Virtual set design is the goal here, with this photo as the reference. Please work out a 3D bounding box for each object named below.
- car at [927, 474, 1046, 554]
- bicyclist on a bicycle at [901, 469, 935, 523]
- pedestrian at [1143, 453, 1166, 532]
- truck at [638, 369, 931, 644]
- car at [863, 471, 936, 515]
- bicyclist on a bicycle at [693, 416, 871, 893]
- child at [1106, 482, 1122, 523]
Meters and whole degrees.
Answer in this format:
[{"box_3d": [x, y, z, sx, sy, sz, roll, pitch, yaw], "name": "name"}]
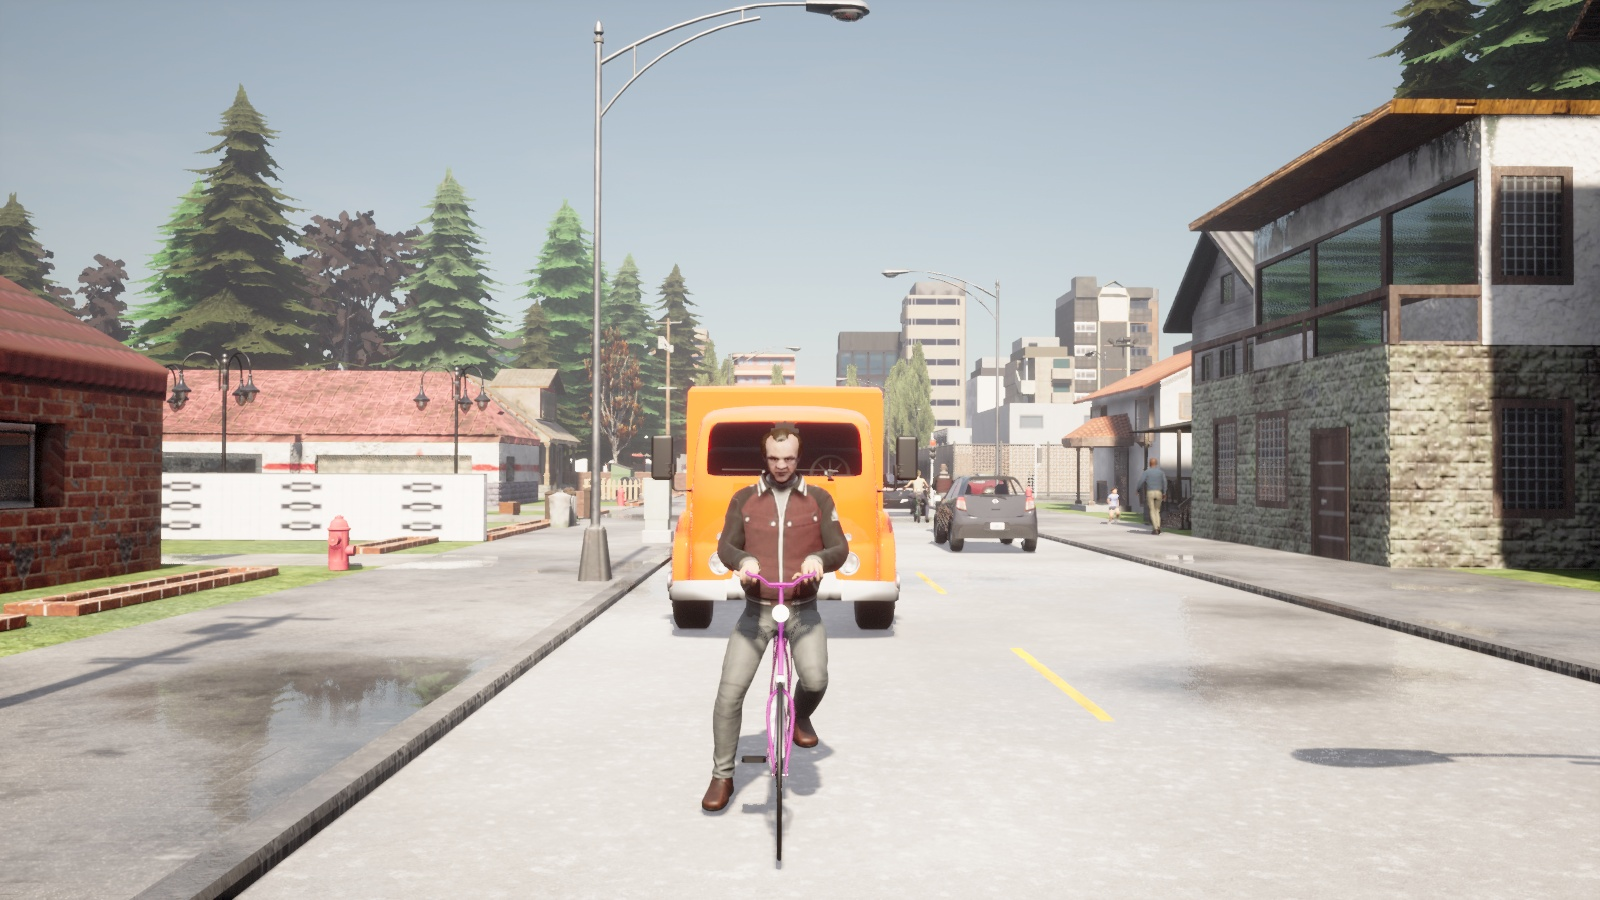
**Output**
[{"box_3d": [3.714, 1.242, 25.577, 1.845, 1.501, 3.633, 0, -1, -1], "name": "car"}, {"box_3d": [3.580, 1.378, 38.293, 0.866, 1.612, 1.509, 0, -1, -1], "name": "bicyclist on a bicycle"}, {"box_3d": [8.314, 0.984, 29.455, 0.370, 1.835, 0.726, 0, -1, 3], "name": "pedestrian"}, {"box_3d": [-0.168, 0.568, 13.919, 2.627, 2.467, 5.204, 0, -1, -1], "name": "truck"}, {"box_3d": [3.519, 1.516, 45.323, 2.128, 1.511, 4.902, 0, -1, -1], "name": "car"}, {"box_3d": [-0.079, 0.780, 5.614, 0.659, 1.776, 1.843, 0, -1, -1], "name": "bicyclist on a bicycle"}, {"box_3d": [8.674, 1.451, 34.700, 0.255, 1.110, 0.394, 0, -1, -12], "name": "child"}]
